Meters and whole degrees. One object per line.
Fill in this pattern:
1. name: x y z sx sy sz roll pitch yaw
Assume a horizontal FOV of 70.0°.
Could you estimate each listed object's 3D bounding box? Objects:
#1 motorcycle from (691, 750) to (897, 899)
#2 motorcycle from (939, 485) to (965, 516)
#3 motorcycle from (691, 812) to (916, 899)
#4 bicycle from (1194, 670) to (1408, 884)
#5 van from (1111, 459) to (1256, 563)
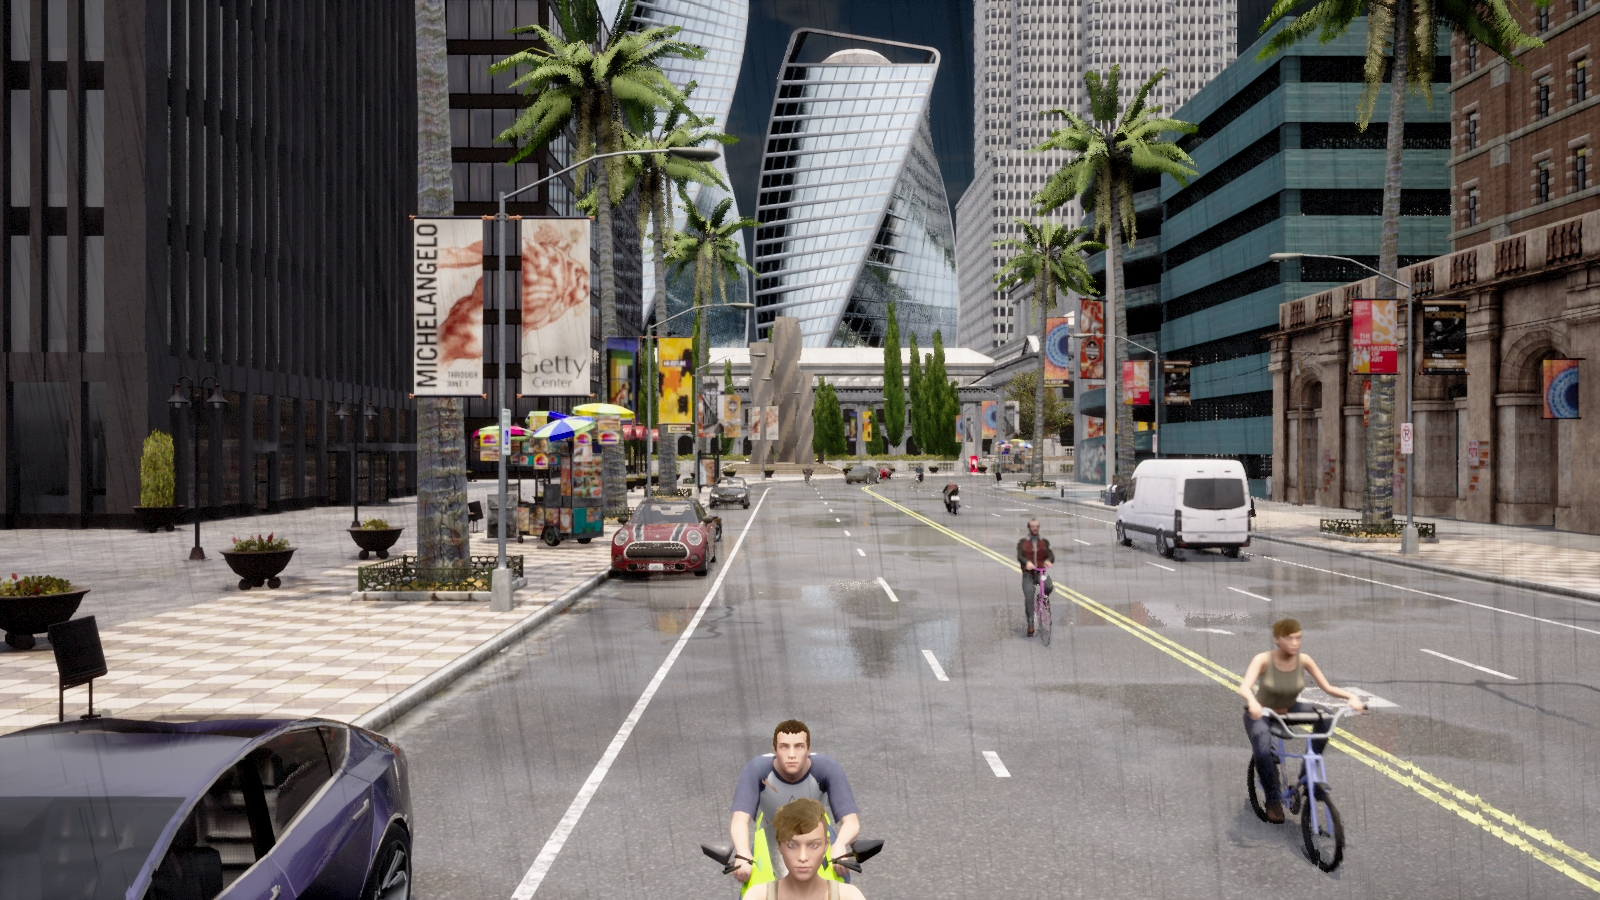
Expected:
1. motorcycle: -0.023 2.223 5.443 0.803 1.145 2.033 -1 -3 0
2. motorcycle: 6.728 2.225 50.676 0.867 1.251 2.209 0 0 -1
3. motorcycle: 0.015 2.175 3.553 0.764 1.277 2.356 0 2 -1
4. bicycle: 3.498 2.261 8.140 0.859 1.080 1.487 0 1 0
5. van: 10.430 1.547 31.670 1.988 2.561 5.915 0 0 -1
